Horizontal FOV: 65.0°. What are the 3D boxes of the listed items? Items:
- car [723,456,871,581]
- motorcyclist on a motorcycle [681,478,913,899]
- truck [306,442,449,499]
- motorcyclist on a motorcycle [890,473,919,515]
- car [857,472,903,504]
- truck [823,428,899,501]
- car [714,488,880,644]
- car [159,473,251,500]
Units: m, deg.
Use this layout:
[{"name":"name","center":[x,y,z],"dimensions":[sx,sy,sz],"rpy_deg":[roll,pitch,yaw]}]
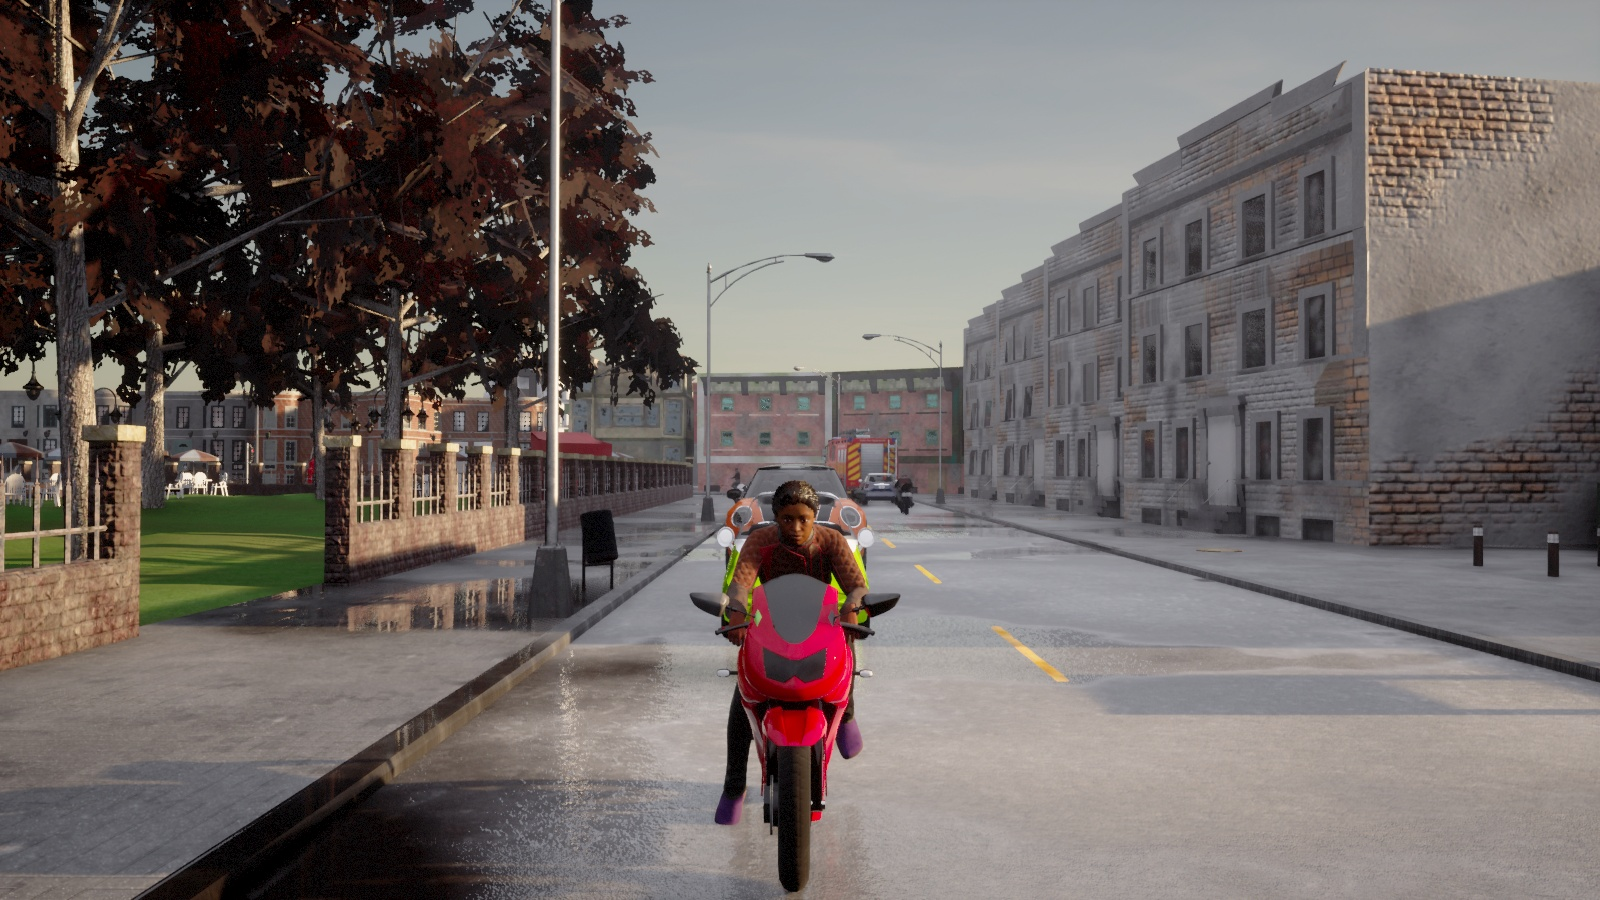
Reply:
[{"name":"car","center":[-0.053,1.010,20.121],"dimensions":[2.097,1.767,4.553],"rpy_deg":[0,-1,0]},{"name":"motorcyclist on a motorcycle","center":[-0.014,0.887,5.366],"dimensions":[0.797,1.523,2.044],"rpy_deg":[0,-1,0]},{"name":"truck","center":[-26.326,1.253,78.481],"dimensions":[7.936,3.462,2.891],"rpy_deg":[0,-1,0]},{"name":"motorcyclist on a motorcycle","center":[3.849,1.611,46.352],"dimensions":[0.866,1.530,2.191],"rpy_deg":[0,-1,0]},{"name":"car","center":[3.794,1.771,60.070],"dimensions":[1.970,1.475,3.806],"rpy_deg":[0,-1,0]},{"name":"truck","center":[3.314,0.820,70.560],"dimensions":[2.891,3.827,8.468],"rpy_deg":[0,-1,-7]},{"name":"car","center":[-0.032,1.077,12.395],"dimensions":[1.481,1.376,2.207],"rpy_deg":[0,-1,0]},{"name":"car","center":[-35.263,2.150,74.488],"dimensions":[4.514,1.525,2.007],"rpy_deg":[0,-1,-1]}]
